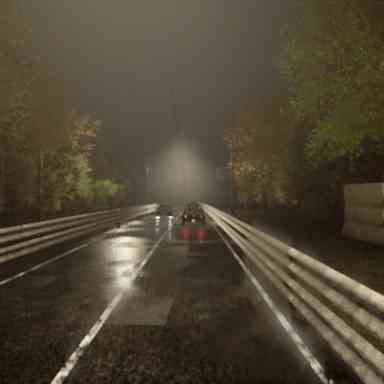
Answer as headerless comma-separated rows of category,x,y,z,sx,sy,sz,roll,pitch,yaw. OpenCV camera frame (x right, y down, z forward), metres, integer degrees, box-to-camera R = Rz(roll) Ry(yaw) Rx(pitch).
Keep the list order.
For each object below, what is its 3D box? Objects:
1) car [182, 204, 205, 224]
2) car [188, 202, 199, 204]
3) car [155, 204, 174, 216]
car,0.124,1.975,28.026,1.895,1.301,4.718,0,-1,0
car,0.143,2.047,42.609,2.097,1.767,4.553,0,-1,0
car,-3.298,2.165,40.347,1.812,1.442,4.674,0,-1,0
